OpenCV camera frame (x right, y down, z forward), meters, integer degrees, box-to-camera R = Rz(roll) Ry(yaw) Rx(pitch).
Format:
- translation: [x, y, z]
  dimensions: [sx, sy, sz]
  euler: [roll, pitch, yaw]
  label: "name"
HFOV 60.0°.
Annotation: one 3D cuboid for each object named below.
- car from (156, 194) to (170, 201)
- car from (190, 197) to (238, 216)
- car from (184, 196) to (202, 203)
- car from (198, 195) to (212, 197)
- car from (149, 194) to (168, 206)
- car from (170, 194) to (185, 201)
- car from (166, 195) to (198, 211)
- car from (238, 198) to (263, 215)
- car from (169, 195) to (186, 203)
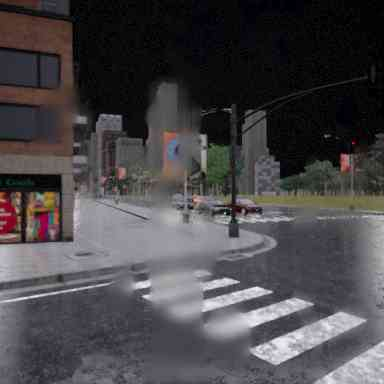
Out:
- translation: [-6.315, 1.170, 72.219]
  dimensions: [1.837, 1.490, 4.892]
  euler: [0, 0, -20]
  label: "car"
- translation: [1.905, 1.440, 31.066]
  dimensions: [2.033, 1.411, 5.357]
  euler: [0, 0, -20]
  label: "car"
- translation: [0.186, 1.375, 64.035]
  dimensions: [1.895, 1.301, 4.718]
  euler: [0, 0, -20]
  label: "car"
- translation: [1.803, 1.208, 40.689]
  dimensions: [2.097, 1.767, 4.553]
  euler: [0, 0, -20]
  label: "car"
- translation: [-5.257, 1.406, 50.411]
  dimensions: [1.994, 1.385, 4.181]
  euler: [0, 0, -20]
  label: "car"
- translation: [-3.268, 1.133, 73.348]
  dimensions: [1.882, 1.535, 5.008]
  euler: [0, 0, -20]
  label: "car"
- translation: [-1.300, 1.434, 39.703]
  dimensions: [1.994, 1.385, 4.181]
  euler: [0, 0, -20]
  label: "car"
- translation: [4.977, 1.356, 32.207]
  dimensions: [1.882, 1.535, 5.008]
  euler: [0, 0, -21]
  label: "car"
- translation: [-2.851, 1.314, 62.878]
  dimensions: [1.812, 1.442, 4.674]
  euler: [0, 0, -20]
  label: "car"
